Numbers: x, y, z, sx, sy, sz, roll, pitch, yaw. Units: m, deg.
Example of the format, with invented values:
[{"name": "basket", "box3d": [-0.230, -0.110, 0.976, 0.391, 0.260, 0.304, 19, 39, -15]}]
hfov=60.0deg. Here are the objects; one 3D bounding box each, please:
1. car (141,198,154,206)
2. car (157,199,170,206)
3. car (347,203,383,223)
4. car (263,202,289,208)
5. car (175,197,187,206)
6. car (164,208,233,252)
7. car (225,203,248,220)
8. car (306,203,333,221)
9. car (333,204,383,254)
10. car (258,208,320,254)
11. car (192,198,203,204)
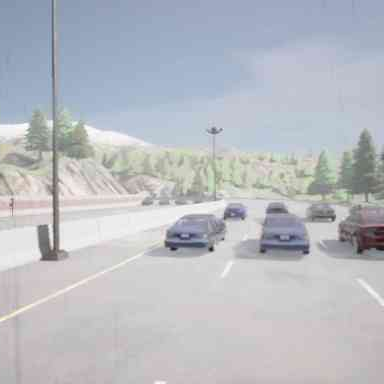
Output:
[{"name": "car", "box3d": [-9.263, 2.128, 69.469, 1.837, 1.490, 4.892, -1, 0, 7]}, {"name": "car", "box3d": [-5.765, 2.104, 69.291, 1.812, 1.442, 4.674, -1, 0, 7]}, {"name": "car", "box3d": [14.035, 1.616, 26.851, 1.895, 1.301, 4.718, -1, 0, 13]}, {"name": "car", "box3d": [7.274, 1.624, 28.665, 1.837, 1.490, 4.892, -1, 0, 14]}, {"name": "car", "box3d": [-2.265, 1.887, 69.144, 2.097, 1.767, 4.553, -1, 0, 7]}, {"name": "car", "box3d": [0.329, 1.650, 14.565, 2.033, 1.411, 5.357, -1, 0, 13]}, {"name": "car", "box3d": [3.883, 1.692, 29.528, 1.812, 1.442, 4.674, -1, 0, 14]}, {"name": "car", "box3d": [10.601, 1.612, 27.545, 2.033, 1.411, 5.357, -1, 0, 13]}, {"name": "car", "box3d": [7.257, 1.483, 13.423, 1.882, 1.535, 5.008, -1, 0, 14]}, {"name": "car", "box3d": [3.734, 1.600, 13.757, 2.033, 1.411, 5.357, -1, 0, 13]}, {"name": "car", "box3d": [1.245, 2.028, 68.974, 2.033, 1.411, 5.357, -1, 0, 7]}]
